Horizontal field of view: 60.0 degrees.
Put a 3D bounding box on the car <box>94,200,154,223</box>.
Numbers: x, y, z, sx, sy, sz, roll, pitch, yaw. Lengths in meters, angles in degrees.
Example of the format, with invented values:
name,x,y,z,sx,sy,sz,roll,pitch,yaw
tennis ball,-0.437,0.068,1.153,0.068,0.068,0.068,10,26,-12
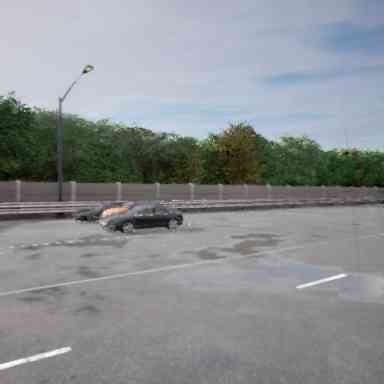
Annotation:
name,x,y,z,sx,sy,sz,roll,pitch,yaw
car,-3.900,1.352,22.691,4.553,1.767,2.097,0,0,-36

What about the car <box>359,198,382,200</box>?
name,x,y,z,sx,sy,sz,roll,pitch,yaw
car,26.455,1.160,49.258,4.181,1.385,1.994,0,0,-36

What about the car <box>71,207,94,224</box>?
name,x,y,z,sx,sy,sz,roll,pitch,yaw
car,-6.276,1.548,25.302,5.357,1.411,2.033,0,0,-36

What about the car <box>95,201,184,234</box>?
name,x,y,z,sx,sy,sz,roll,pitch,yaw
car,-2.751,1.505,19.191,4.892,1.490,1.837,0,0,-36
